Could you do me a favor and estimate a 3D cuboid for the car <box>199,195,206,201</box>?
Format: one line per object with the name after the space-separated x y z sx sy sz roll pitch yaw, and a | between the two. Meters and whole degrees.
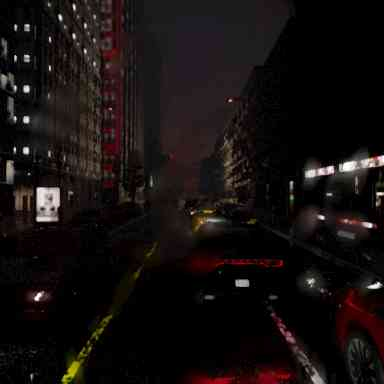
2.677 1.512 86.695 1.802 1.307 4.206 1 0 0 | car

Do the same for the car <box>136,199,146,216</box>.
-5.689 1.556 30.160 1.947 1.339 4.313 1 0 0 | car

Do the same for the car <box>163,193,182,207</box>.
-3.110 1.196 49.477 2.150 2.045 5.566 0 0 0 | car

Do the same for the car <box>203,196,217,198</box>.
2.689 1.547 41.441 1.947 1.339 4.313 1 0 0 | car

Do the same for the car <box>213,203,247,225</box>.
2.693 1.560 24.471 1.947 1.339 4.313 1 0 0 | car

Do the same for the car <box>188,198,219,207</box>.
0.809 1.450 24.600 1.801 1.575 5.366 0 0 0 | car

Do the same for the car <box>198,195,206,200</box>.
2.676 1.472 92.351 2.008 1.369 4.403 1 0 0 | car

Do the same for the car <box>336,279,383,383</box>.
2.702 1.315 1.845 2.192 1.841 5.009 1 0 0 | car

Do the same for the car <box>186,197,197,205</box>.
-0.016 1.565 60.036 1.895 1.301 4.718 0 0 0 | car

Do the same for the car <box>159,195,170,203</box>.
-5.697 1.394 69.758 1.967 1.590 4.097 1 0 0 | car

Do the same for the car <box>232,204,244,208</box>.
2.695 1.522 18.985 1.752 1.417 4.829 1 0 0 | car

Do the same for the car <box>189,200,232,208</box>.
0.894 1.452 18.602 1.801 1.575 5.366 0 0 0 | car

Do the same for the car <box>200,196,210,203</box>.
2.681 1.536 69.725 1.802 1.307 4.206 1 0 0 | car

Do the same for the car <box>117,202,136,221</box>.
-5.687 1.539 24.503 1.887 1.381 4.507 1 0 0 | car

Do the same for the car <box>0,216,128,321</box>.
-3.102 1.547 7.761 2.033 1.411 5.357 0 0 0 | car

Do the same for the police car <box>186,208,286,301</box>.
0.897 1.425 8.521 1.930 1.638 5.238 0 0 0 | police car

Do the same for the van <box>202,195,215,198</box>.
2.690 1.318 47.099 1.690 1.788 3.998 1 0 0 | van

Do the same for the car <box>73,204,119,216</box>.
-5.687 1.579 18.846 1.802 1.307 4.206 1 0 0 | car

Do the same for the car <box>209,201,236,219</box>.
2.692 1.541 30.128 2.008 1.369 4.403 1 0 0 | car

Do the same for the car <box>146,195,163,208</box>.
-5.692 1.417 47.132 1.967 1.590 4.097 1 0 0 | car

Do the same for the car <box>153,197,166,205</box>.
-5.696 1.548 58.445 1.802 1.307 4.206 1 0 0 | car

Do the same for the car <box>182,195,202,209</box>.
-0.006 1.455 45.874 1.882 1.535 5.008 0 0 0 | car

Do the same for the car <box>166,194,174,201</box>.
-5.701 1.370 86.729 1.967 1.590 4.097 1 0 0 | car

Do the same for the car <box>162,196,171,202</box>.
-5.701 1.528 75.414 1.802 1.307 4.206 1 0 0 | car
